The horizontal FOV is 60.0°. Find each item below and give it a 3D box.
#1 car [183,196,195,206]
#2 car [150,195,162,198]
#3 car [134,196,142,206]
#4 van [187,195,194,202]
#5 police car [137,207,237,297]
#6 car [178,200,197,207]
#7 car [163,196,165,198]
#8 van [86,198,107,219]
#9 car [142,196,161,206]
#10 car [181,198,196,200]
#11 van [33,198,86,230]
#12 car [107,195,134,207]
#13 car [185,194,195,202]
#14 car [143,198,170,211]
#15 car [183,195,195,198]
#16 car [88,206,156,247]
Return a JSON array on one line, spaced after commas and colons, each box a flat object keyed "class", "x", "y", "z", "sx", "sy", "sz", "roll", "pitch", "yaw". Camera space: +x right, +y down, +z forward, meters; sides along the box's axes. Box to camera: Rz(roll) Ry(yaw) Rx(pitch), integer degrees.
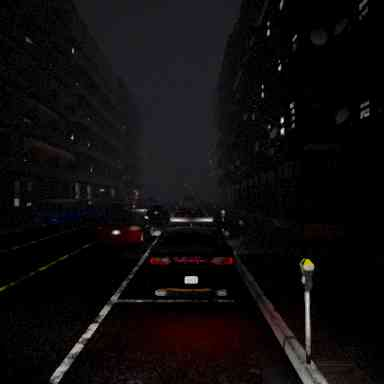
[{"class": "car", "x": -0.470, "y": 1.553, "z": 59.411, "sx": 1.967, "sy": 1.590, "sz": 4.097, "roll": 1, "pitch": 0, "yaw": 0}, {"class": "car", "x": -8.314, "y": 1.470, "z": 70.528, "sx": 2.192, "sy": 1.841, "sz": 5.009, "roll": 1, "pitch": 0, "yaw": 0}, {"class": "car", "x": -8.312, "y": 1.378, "z": 42.876, "sx": 2.192, "sy": 1.841, "sz": 5.009, "roll": 1, "pitch": 0, "yaw": 0}, {"class": "van", "x": -0.470, "y": 1.575, "z": 87.068, "sx": 1.690, "sy": 1.788, "sz": 3.998, "roll": 1, "pitch": 0, "yaw": 0}, {"class": "police car", "x": -0.012, "y": 1.430, "z": 8.763, "sx": 1.930, "sy": 1.638, "sz": 5.238, "roll": 0, "pitch": 0, "yaw": 0}, {"class": "car", "x": -0.437, "y": 1.571, "z": 26.224, "sx": 1.887, "sy": 1.381, "sz": 4.507, "roll": 1, "pitch": 0, "yaw": 0}, {"class": "car", "x": -8.321, "y": 1.846, "z": 92.652, "sx": 1.802, "sy": 1.307, "sz": 4.206, "roll": 1, "pitch": 0, "yaw": 0}, {"class": "van", "x": -8.312, "y": 1.368, "z": 26.285, "sx": 1.690, "sy": 1.788, "sz": 3.998, "roll": 1, "pitch": 0, "yaw": 0}, {"class": "car", "x": -5.776, "y": 1.598, "z": 46.271, "sx": 1.812, "sy": 1.442, "sz": 4.674, "roll": 0, "pitch": 0, "yaw": 0}, {"class": "car", "x": -0.437, "y": 1.582, "z": 31.754, "sx": 1.887, "sy": 1.381, "sz": 4.507, "roll": 1, "pitch": 0, "yaw": 0}, {"class": "van", "x": -8.311, "y": 1.358, "z": 20.753, "sx": 1.690, "sy": 1.788, "sz": 3.998, "roll": 2, "pitch": 0, "yaw": 0}, {"class": "car", "x": -8.312, "y": 1.365, "z": 37.346, "sx": 2.192, "sy": 1.841, "sz": 5.009, "roll": 1, "pitch": 0, "yaw": 0}, {"class": "car", "x": -0.469, "y": 1.521, "z": 81.536, "sx": 2.192, "sy": 1.841, "sz": 5.009, "roll": 1, "pitch": 0, "yaw": 0}, {"class": "car", "x": -3.016, "y": 1.560, "z": 30.291, "sx": 1.812, "sy": 1.442, "sz": 4.674, "roll": 0, "pitch": 0, "yaw": 0}, {"class": "car", "x": -0.427, "y": 1.490, "z": 37.286, "sx": 1.967, "sy": 1.590, "sz": 4.097, "roll": 1, "pitch": 0, "yaw": 0}, {"class": "car", "x": -3.013, "y": 1.575, "z": 15.209, "sx": 1.994, "sy": 1.385, "sz": 4.181, "roll": 0, "pitch": 0, "yaw": 0}]
